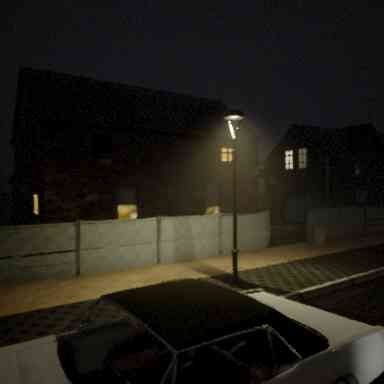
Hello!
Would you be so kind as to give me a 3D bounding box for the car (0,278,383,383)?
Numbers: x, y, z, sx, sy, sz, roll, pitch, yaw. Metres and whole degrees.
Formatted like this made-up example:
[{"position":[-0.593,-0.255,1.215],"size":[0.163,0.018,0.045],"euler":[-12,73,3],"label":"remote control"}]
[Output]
[{"position":[-0.388,1.598,2.794],"size":[4.718,1.301,1.895],"euler":[0,0,-36],"label":"car"}]
